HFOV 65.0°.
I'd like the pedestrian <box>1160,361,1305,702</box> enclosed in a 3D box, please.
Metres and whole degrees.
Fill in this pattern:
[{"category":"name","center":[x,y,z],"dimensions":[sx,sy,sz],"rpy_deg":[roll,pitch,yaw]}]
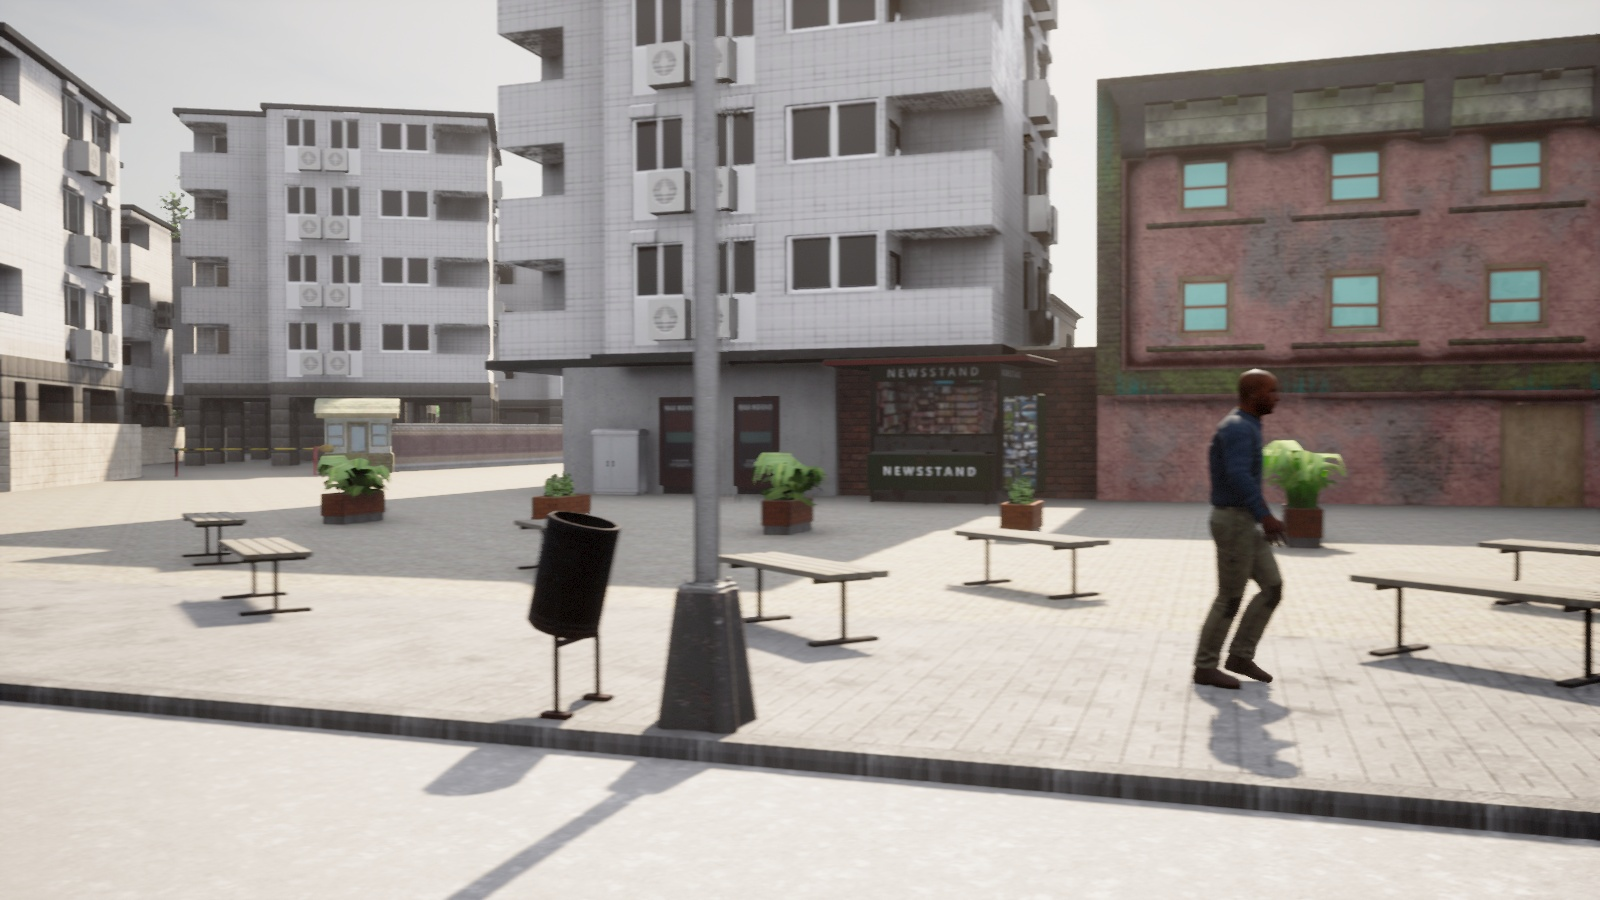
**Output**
[{"category":"pedestrian","center":[2.438,0.432,7.075],"dimensions":[0.726,1.835,0.370],"rpy_deg":[1,1,25]}]
